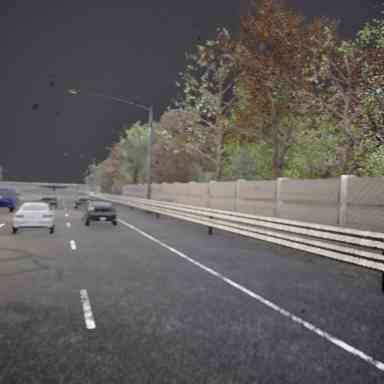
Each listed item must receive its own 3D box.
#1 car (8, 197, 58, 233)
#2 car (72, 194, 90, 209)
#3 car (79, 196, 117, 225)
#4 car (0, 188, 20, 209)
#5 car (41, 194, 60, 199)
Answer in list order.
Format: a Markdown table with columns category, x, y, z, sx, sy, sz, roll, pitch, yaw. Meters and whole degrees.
| category | x | y | z | sx | sy | sz | roll | pitch | yaw |
| --- | --- | --- | --- | --- | --- | --- | --- | --- | --- |
| car | -8.099 | 1.225 | 17.294 | 1.812 | 1.442 | 4.674 | 2 | 0 | -22 |
| car | -12.090 | 1.038 | 36.876 | 1.837 | 1.490 | 4.892 | 2 | 0 | -21 |
| car | -6.013 | 1.260 | 21.485 | 1.837 | 1.490 | 4.892 | 2 | 0 | -21 |
| car | -16.479 | 0.632 | 29.018 | 2.150 | 2.045 | 5.566 | 2 | 0 | -22 |
| car | -15.149 | 0.945 | 35.157 | 1.837 | 1.490 | 4.892 | 2 | 0 | -22 |
